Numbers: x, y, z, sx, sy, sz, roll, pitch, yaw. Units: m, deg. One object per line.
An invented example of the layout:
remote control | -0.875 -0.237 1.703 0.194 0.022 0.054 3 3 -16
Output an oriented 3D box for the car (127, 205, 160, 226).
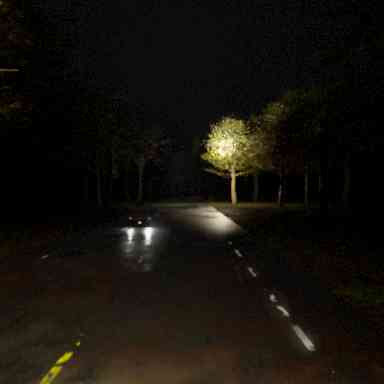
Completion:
car | -3.495 1.682 24.909 2.033 1.411 5.357 0 0 0
